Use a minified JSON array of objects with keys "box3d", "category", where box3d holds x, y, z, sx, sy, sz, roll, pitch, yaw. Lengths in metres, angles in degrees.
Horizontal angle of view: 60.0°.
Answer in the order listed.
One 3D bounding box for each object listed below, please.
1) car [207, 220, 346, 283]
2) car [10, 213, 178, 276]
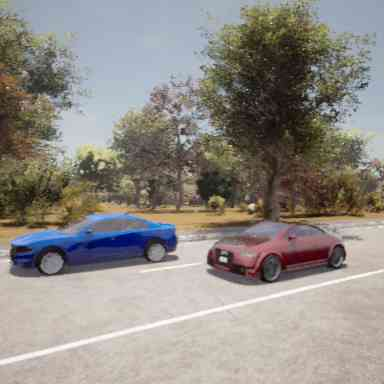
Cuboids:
[{"box3d":[2.505,1.539,9.610,4.181,1.385,1.994,0,0,-32],"category":"car"},{"box3d":[-2.817,1.434,10.341,5.008,1.535,1.882,1,0,-33],"category":"car"}]
